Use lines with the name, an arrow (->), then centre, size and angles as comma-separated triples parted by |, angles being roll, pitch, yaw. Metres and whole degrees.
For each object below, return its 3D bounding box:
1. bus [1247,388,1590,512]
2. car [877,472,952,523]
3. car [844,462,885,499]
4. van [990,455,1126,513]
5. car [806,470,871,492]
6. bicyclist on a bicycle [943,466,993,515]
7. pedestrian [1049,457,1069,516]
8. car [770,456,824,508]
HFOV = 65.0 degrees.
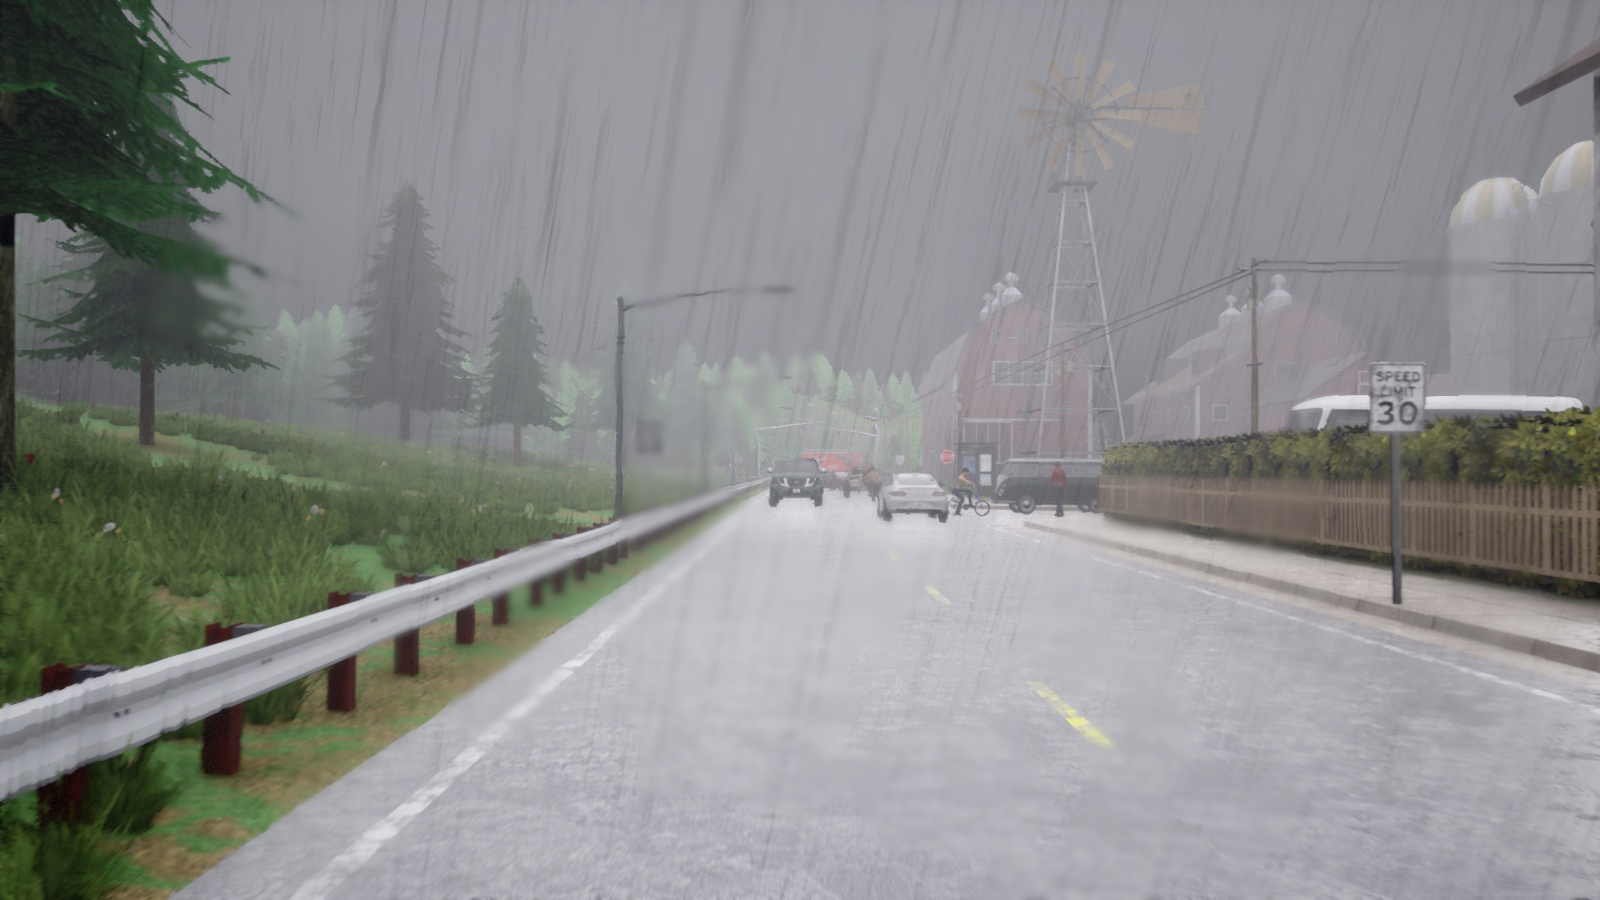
bus -> 21.837, 0.025, 44.887 | 10.273, 4.253, 3.944 | 0, -1, 0
car -> 3.411, 1.389, 38.164 | 1.812, 1.442, 4.674 | 0, -1, 0
car -> 3.345, 1.588, 65.845 | 1.932, 1.855, 4.605 | 0, -1, 0
van -> 9.152, 1.194, 44.720 | 4.442, 1.987, 1.775 | 0, -1, -2
car -> 2.628, 2.099, 86.201 | 1.812, 1.442, 4.674 | 0, -1, -40
bicyclist on a bicycle -> 5.623, 1.350, 42.044 | 1.509, 1.612, 0.866 | 0, -1, 20
pedestrian -> 8.260, 1.161, 40.102 | 0.331, 1.846, 0.636 | 0, -1, -18
car -> -0.123, 1.308, 52.742 | 2.150, 2.045, 5.566 | 0, -1, 0
